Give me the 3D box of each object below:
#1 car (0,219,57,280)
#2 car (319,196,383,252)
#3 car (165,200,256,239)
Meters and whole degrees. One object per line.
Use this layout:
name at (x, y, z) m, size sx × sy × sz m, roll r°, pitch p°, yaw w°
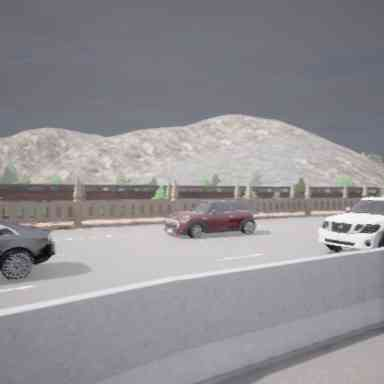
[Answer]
car at (-5.943, 1.406, 8.116) m, size 4.902 × 1.511 × 2.128 m, roll 0°, pitch 0°, yaw -35°
car at (7.257, 1.158, 12.234) m, size 5.566 × 2.045 × 2.150 m, roll 0°, pitch 0°, yaw -28°
car at (0.931, 1.232, 16.657) m, size 4.553 × 1.767 × 2.097 m, roll 0°, pitch 1°, yaw -29°
